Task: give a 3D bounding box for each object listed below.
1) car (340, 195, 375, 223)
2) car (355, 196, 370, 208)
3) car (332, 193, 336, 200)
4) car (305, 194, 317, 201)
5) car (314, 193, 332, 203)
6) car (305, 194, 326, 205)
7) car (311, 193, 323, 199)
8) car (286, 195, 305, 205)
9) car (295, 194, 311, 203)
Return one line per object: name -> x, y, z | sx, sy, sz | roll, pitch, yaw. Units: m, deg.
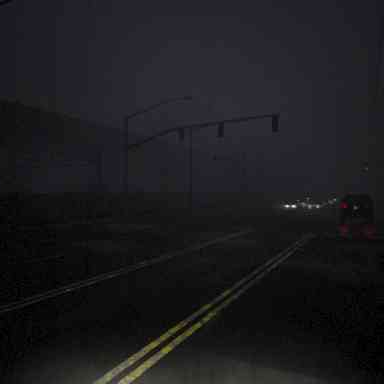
car -> 12.970, 1.218, 26.129 | 2.150, 2.045, 5.566 | 0, 0, 28
car -> 25.133, 1.439, 49.012 | 1.812, 1.442, 4.674 | 0, 1, 28
car -> 29.775, 1.206, 72.878 | 1.895, 1.301, 4.718 | 0, 1, 28
car -> 26.550, 1.168, 74.269 | 1.994, 1.385, 4.181 | 0, 1, 28
car -> 25.293, 1.304, 64.449 | 2.033, 1.411, 5.357 | 0, 1, 28
car -> 20.926, 1.431, 56.281 | 1.994, 1.385, 4.181 | 0, 1, 29
car -> 31.533, 0.948, 83.645 | 2.033, 1.411, 5.357 | 0, 1, 28
car -> 17.543, 1.369, 57.374 | 2.128, 1.511, 4.902 | 0, 1, 28
car -> 21.982, 1.256, 65.678 | 2.128, 1.511, 4.902 | 0, 1, 28
